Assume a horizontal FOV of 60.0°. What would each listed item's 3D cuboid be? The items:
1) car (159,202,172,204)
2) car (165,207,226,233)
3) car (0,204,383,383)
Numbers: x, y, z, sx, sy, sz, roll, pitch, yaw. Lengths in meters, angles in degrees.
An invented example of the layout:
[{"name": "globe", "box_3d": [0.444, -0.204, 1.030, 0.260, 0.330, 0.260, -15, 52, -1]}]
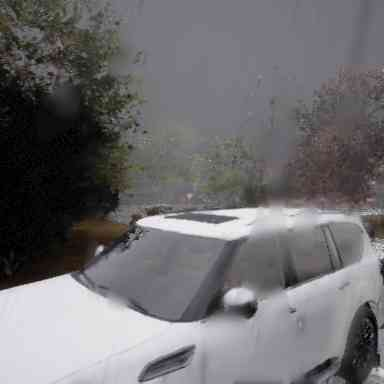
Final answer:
[{"name": "car", "box_3d": [-2.869, 1.861, 34.537, 1.837, 1.490, 4.892, 1, -1, -18]}, {"name": "car", "box_3d": [0.136, 1.791, 22.148, 1.994, 1.385, 4.181, 2, -1, -36]}, {"name": "car", "box_3d": [0.230, 1.246, 3.764, 5.566, 2.045, 2.150, 1, 0, -41]}]
